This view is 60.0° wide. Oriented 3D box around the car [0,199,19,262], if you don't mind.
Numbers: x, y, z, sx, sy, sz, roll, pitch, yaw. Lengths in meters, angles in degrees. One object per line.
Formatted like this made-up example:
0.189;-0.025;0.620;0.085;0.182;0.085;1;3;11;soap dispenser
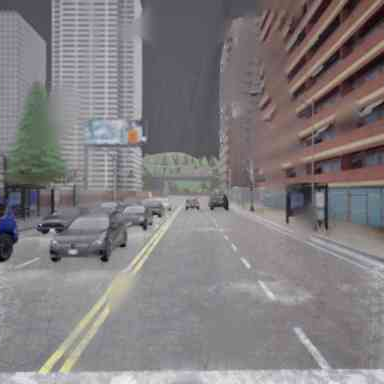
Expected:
-7.103;1.235;9.337;2.150;2.045;5.566;0;0;0;car

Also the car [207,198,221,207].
3.472;1.675;52.376;1.895;1.301;4.718;0;0;0;car

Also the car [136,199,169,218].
-3.599;1.585;31.201;2.033;1.411;5.357;0;0;0;car

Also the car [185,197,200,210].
0.076;1.605;43.639;2.033;1.411;5.357;0;0;0;car

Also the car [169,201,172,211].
-3.543;1.570;41.157;1.812;1.442;4.674;0;0;0;car

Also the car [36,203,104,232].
-7.108;1.567;19.587;2.033;1.411;5.357;0;0;0;car

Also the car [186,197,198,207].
-0.028;1.541;53.454;1.882;1.535;5.008;0;0;0;car

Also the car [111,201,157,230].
-3.602;1.557;21.490;1.812;1.442;4.674;0;0;0;car

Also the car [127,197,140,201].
-7.063;1.384;38.925;2.097;1.767;4.553;0;0;0;car

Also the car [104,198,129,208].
-7.106;1.551;29.081;1.812;1.442;4.674;0;0;1;car

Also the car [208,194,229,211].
3.479;1.290;42.810;2.150;2.045;5.566;0;0;0;car

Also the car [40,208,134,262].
-3.603;1.552;12.393;1.812;1.442;4.674;0;0;0;car
